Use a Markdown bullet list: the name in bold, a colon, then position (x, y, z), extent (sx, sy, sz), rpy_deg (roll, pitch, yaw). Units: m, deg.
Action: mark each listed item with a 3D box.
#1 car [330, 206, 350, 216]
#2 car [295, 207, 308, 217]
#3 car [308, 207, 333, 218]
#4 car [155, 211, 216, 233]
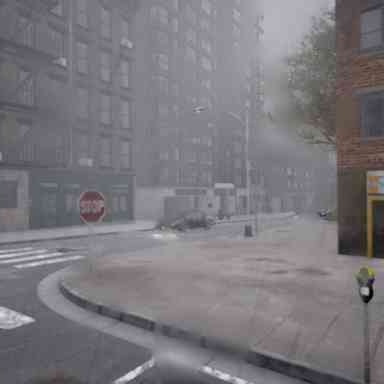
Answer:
- **car**: position (22.692, 2.903, 50.879), extent (1.994, 1.385, 4.181), rpy_deg (-1, -2, 36)
- **car**: position (16.044, 2.749, 46.378), extent (2.033, 1.411, 5.357), rpy_deg (-1, -2, 36)
- **car**: position (16.818, 2.719, 42.639), extent (1.895, 1.301, 4.718), rpy_deg (-1, -2, 36)
- **car**: position (-0.291, 2.051, 23.849), extent (2.033, 1.411, 5.357), rpy_deg (-1, -2, 36)
